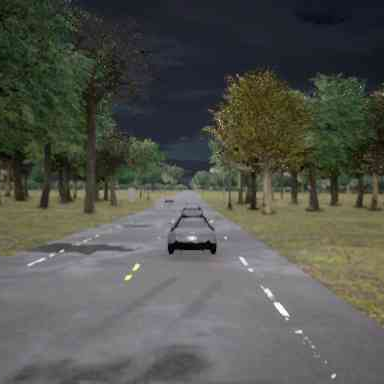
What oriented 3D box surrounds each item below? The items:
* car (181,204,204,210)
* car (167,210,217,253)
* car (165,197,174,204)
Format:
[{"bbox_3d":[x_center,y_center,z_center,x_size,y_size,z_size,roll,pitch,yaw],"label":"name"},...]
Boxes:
[{"bbox_3d":[0.031,1.757,29.293,2.128,1.511,4.902,0,0,0],"label":"car"},{"bbox_3d":[0.017,1.701,14.306,1.994,1.385,4.181,0,-1,0],"label":"car"},{"bbox_3d":[-4.920,1.783,72.432,1.882,1.535,5.008,0,0,-7],"label":"car"}]
